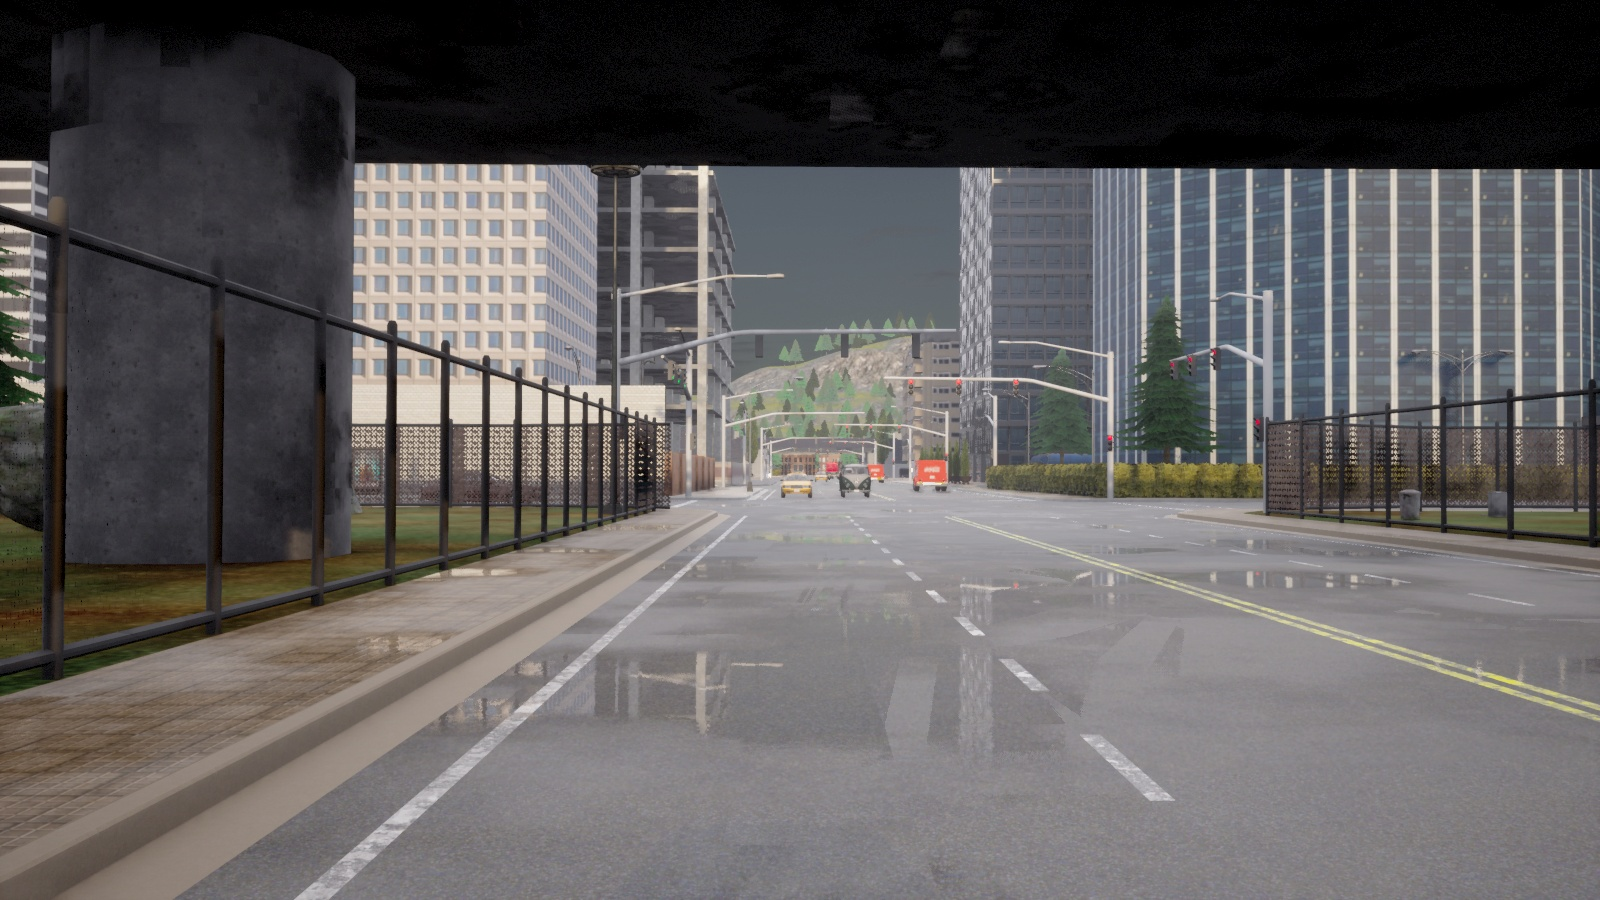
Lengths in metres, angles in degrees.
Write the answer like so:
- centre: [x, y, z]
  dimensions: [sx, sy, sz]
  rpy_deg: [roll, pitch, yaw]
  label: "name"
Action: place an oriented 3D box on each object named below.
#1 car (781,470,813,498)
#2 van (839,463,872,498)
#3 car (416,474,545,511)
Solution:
- centre: [-0.175, 1.995, 74.092]
  dimensions: [1.801, 1.575, 5.366]
  rpy_deg: [0, -1, 0]
  label: "car"
- centre: [3.321, 1.820, 75.588]
  dimensions: [1.775, 1.987, 4.442]
  rpy_deg: [0, -1, 0]
  label: "van"
- centre: [-12.717, 1.676, 50.171]
  dimensions: [4.674, 1.442, 1.812]
  rpy_deg: [0, -1, 0]
  label: "car"
